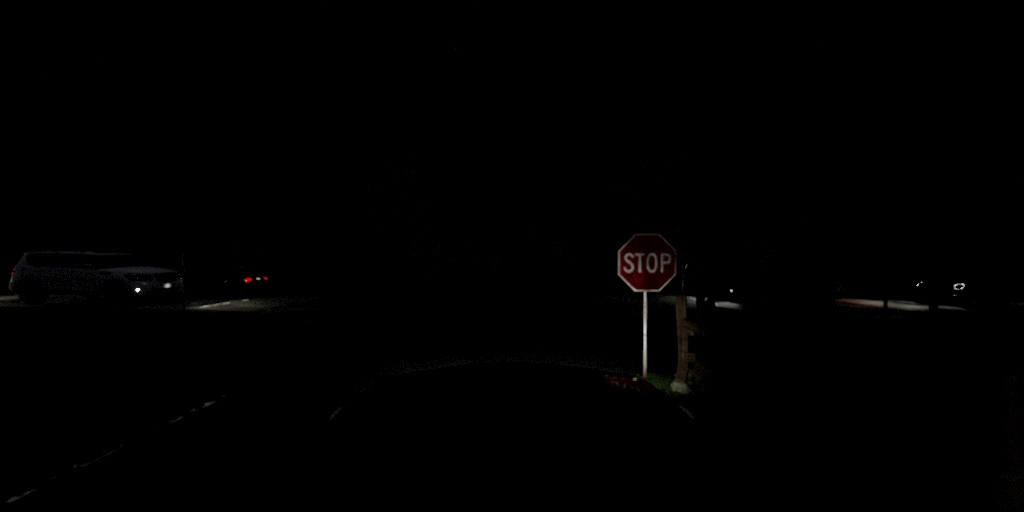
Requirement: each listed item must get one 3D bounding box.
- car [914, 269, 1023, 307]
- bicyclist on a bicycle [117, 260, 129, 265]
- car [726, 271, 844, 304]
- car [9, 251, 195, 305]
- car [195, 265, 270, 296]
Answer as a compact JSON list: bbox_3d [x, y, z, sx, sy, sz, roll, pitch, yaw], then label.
[{"bbox_3d":[22.229,1.411,17.084,4.553,1.767,2.097,1,0,1],"label":"car"},{"bbox_3d":[-22.420,0.978,20.683,0.582,1.620,1.656,1,0,1],"label":"bicyclist on a bicycle"},{"bbox_3d":[12.968,1.456,17.201,4.892,1.490,1.837,1,0,1],"label":"car"},{"bbox_3d":[-16.750,0.822,14.625,5.566,2.045,2.150,1,0,1],"label":"car"},{"bbox_3d":[-15.170,1.162,17.791,5.357,1.411,2.033,1,0,-3],"label":"car"}]
